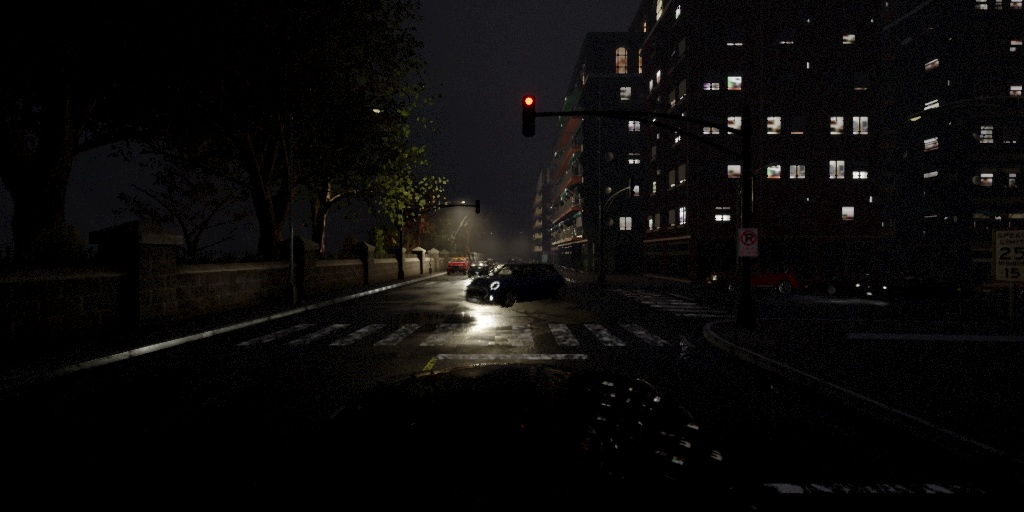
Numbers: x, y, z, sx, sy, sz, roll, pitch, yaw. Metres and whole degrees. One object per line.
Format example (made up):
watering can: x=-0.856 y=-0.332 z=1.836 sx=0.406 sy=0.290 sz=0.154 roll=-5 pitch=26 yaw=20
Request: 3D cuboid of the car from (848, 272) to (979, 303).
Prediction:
car: x=21.546 y=1.760 z=19.388 sx=4.718 sy=1.301 sz=1.895 roll=1 pitch=0 yaw=0

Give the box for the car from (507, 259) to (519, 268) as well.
car: x=0.144 y=1.319 z=63.944 sx=2.033 sy=1.411 sz=5.357 roll=0 pitch=0 yaw=-1

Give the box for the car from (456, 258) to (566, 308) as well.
car: x=0.219 y=1.100 z=15.231 sx=4.553 sy=1.767 sz=2.097 roll=0 pitch=0 yaw=-42

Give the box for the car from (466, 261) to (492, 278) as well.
car: x=-3.078 y=1.245 z=34.325 sx=2.128 sy=1.511 sz=4.902 roll=0 pitch=0 yaw=0

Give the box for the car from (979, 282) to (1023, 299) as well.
car: x=31.528 y=1.857 z=22.006 sx=4.829 sy=1.417 sz=1.751 roll=0 pitch=0 yaw=0

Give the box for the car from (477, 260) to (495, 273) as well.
car: x=-3.067 y=1.263 z=43.676 sx=1.837 sy=1.490 sz=4.892 roll=0 pitch=0 yaw=0

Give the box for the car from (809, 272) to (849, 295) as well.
car: x=20.307 y=1.671 z=21.980 sx=4.507 sy=1.381 sz=1.888 roll=0 pitch=0 yaw=0

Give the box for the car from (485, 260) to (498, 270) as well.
car: x=-3.053 y=1.290 z=53.843 sx=1.812 sy=1.442 sz=4.674 roll=0 pitch=0 yaw=0

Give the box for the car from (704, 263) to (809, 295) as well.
car: x=14.612 y=1.338 z=21.966 sx=5.009 sy=1.841 sz=2.192 roll=0 pitch=0 yaw=0

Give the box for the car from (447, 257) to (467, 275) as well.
car: x=-5.664 y=1.070 z=38.566 sx=2.192 sy=1.841 sz=5.009 roll=0 pitch=0 yaw=0
